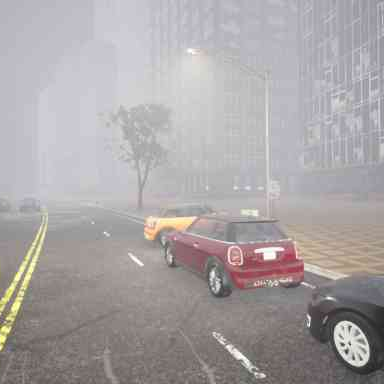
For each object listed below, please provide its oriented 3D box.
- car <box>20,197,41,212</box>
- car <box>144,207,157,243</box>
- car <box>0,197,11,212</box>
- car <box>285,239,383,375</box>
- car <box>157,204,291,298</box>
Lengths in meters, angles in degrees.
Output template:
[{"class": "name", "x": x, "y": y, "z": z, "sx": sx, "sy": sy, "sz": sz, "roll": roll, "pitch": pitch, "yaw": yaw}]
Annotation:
[{"class": "car", "x": -19.109, "y": 1.392, "z": 39.331, "sx": 2.097, "sy": 1.767, "sz": 4.553, "roll": 0, "pitch": 0, "yaw": -24}, {"class": "car", "x": 0.229, "y": 1.277, "z": 14.620, "sx": 4.553, "sy": 1.767, "sz": 2.097, "roll": -3, "pitch": 1, "yaw": -18}, {"class": "car", "x": -22.069, "y": 1.389, "z": 37.989, "sx": 2.097, "sy": 1.767, "sz": 4.553, "roll": 0, "pitch": 0, "yaw": -24}, {"class": "car", "x": 3.584, "y": 1.505, "z": 3.473, "sx": 1.837, "sy": 1.490, "sz": 4.892, "roll": 0, "pitch": 0, "yaw": -36}, {"class": "car", "x": 0.812, "y": 1.355, "z": 8.925, "sx": 2.097, "sy": 1.767, "sz": 4.553, "roll": 0, "pitch": 0, "yaw": -23}]
